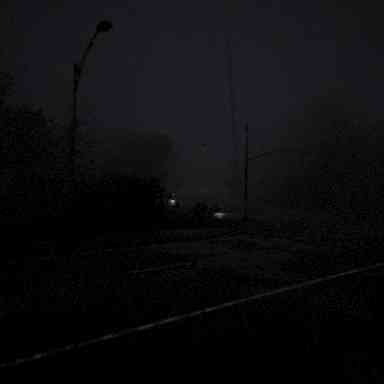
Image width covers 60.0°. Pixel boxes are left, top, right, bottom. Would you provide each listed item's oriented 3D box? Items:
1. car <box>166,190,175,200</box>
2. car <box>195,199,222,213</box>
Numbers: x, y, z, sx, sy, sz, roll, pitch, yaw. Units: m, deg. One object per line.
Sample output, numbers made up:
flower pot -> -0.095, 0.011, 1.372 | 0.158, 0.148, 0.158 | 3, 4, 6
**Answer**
car -> -4.493, 0.416, 63.290 | 2.097, 1.767, 4.553 | 1, 3, -9
car -> 1.844, 1.592, 39.195 | 1.812, 1.442, 4.674 | 1, 1, -20
